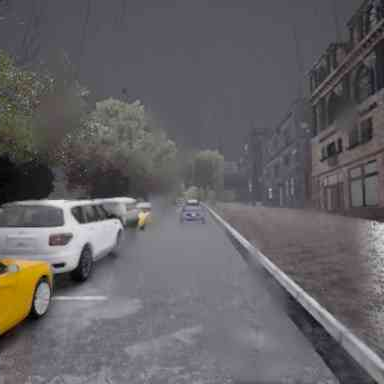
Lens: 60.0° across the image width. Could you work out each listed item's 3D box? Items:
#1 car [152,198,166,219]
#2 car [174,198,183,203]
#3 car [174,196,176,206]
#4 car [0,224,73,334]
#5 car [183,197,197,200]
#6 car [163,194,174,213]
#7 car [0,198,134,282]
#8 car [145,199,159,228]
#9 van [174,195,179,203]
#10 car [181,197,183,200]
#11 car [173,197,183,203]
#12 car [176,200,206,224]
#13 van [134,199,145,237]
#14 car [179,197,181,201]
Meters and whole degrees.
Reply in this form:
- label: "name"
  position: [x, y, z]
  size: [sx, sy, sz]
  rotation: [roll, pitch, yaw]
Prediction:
- label: "car"
  position: [-3.664, 1.513, 26.670]
  size: [2.097, 1.535, 5.008]
  rotation: [0, 0, 2]
- label: "car"
  position: [-3.683, 2.367, 93.466]
  size: [2.097, 1.535, 5.008]
  rotation: [0, -1, 2]
- label: "car"
  position: [-3.671, 1.587, 43.384]
  size: [2.002, 1.452, 4.674]
  rotation: [0, 0, 2]
- label: "car"
  position: [-3.655, 1.484, 4.389]
  size: [2.097, 1.535, 5.008]
  rotation: [0, 0, 2]
- label: "car"
  position: [0.082, 1.591, 42.448]
  size: [1.812, 1.442, 4.674]
  rotation: [0, 0, 0]
- label: "car"
  position: [-3.671, 1.410, 37.785]
  size: [2.185, 1.767, 4.553]
  rotation: [0, 0, 2]
- label: "car"
  position: [-3.657, 1.239, 9.994]
  size: [2.435, 2.045, 5.566]
  rotation: [0, 0, 2]
- label: "car"
  position: [-3.655, 1.502, 21.290]
  size: [1.946, 1.575, 5.366]
  rotation: [0, 0, 2]
- label: "van"
  position: [-3.672, 1.344, 54.645]
  size: [1.878, 1.987, 4.442]
  rotation: [0, 0, 2]
- label: "car"
  position: [-3.667, 1.911, 76.802]
  size: [2.163, 1.488, 4.792]
  rotation: [1, -2, 2]
- label: "car"
  position: [-3.674, 2.205, 87.907]
  size: [2.097, 1.535, 5.008]
  rotation: [1, -2, 2]
- label: "car"
  position: [0.090, 1.578, 24.672]
  size: [2.033, 1.411, 5.357]
  rotation: [0, 0, 0]
- label: "van"
  position: [-3.656, 1.271, 15.652]
  size: [1.878, 1.987, 4.442]
  rotation: [0, 0, 2]
- label: "car"
  position: [-3.680, 1.455, 60.068]
  size: [2.185, 1.767, 4.553]
  rotation: [0, 0, 2]
